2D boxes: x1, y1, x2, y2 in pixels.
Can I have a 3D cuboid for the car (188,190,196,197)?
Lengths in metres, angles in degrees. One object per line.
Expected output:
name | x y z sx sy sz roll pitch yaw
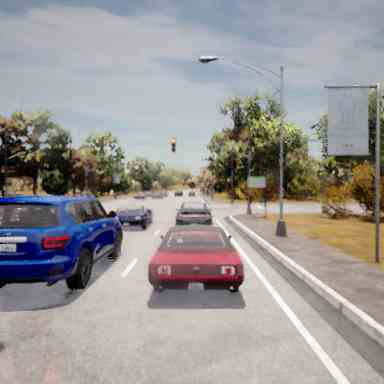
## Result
car | -0.011 0.494 85.302 2.033 1.411 5.357 0 1 0

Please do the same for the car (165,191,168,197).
car | -7.010 0.476 82.109 1.882 1.535 5.008 0 1 0

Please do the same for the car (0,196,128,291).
car | -3.402 1.110 8.841 2.150 2.045 5.566 0 0 0

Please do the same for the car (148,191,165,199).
car | -7.017 0.713 66.650 1.812 1.442 4.674 0 1 0

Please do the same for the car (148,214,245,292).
car | 0.101 1.495 8.559 1.895 1.301 4.718 0 1 1

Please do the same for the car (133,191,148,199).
car | -10.513 0.788 66.556 1.895 1.301 4.718 0 1 0

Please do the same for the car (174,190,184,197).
car | -3.510 0.454 85.301 1.837 1.490 4.892 0 1 0

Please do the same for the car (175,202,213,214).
car | 0.098 1.273 17.840 2.128 1.511 4.902 0 1 0

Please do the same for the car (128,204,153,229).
car | -3.403 1.362 19.478 1.895 1.301 4.718 0 1 0
